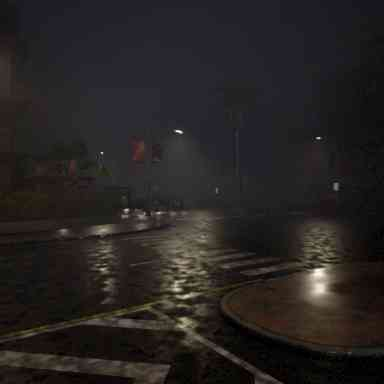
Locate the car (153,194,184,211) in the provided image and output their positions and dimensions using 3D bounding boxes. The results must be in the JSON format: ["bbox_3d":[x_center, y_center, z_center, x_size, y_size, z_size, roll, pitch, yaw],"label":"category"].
[{"bbox_3d":[-3.198,1.221,41.839,2.150,2.045,5.566,0,0,-35],"label":"car"}]

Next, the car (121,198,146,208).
[{"bbox_3d":[-8.789,1.601,49.848,1.895,1.301,4.718,0,0,-34],"label":"car"}]

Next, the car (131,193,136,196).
[{"bbox_3d":[-13.408,1.220,68.461,2.150,2.045,5.566,0,0,-39],"label":"car"}]

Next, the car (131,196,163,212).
[{"bbox_3d":[-5.643,1.526,39.199,1.812,1.442,4.674,0,0,-35],"label":"car"}]
